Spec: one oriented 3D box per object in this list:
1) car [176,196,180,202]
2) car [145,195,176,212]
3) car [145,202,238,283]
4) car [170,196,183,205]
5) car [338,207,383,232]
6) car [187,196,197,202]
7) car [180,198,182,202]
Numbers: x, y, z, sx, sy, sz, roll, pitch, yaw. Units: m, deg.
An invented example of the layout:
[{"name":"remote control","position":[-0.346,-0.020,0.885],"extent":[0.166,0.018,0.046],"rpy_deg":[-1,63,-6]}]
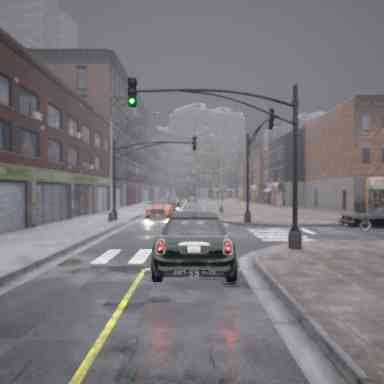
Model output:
[{"name":"car","position":[-2.838,1.507,39.018],"extent":[2.033,1.411,5.357],"rpy_deg":[0,0,0]},{"name":"car","position":[-2.841,1.318,29.548],"extent":[2.097,1.767,4.553],"rpy_deg":[0,0,0]},{"name":"car","position":[0.065,1.338,9.808],"extent":[2.097,1.767,4.553],"rpy_deg":[0,0,0]},{"name":"car","position":[-2.778,1.504,59.698],"extent":[2.033,1.411,5.357],"rpy_deg":[0,0,0]},{"name":"car","position":[10.932,1.505,18.903],"extent":[4.718,1.301,1.895],"rpy_deg":[0,0,0]},{"name":"car","position":[0.024,1.511,71.227],"extent":[1.994,1.385,4.181],"rpy_deg":[0,0,0]},{"name":"car","position":[-2.824,1.309,49.136],"extent":[2.097,1.767,4.553],"rpy_deg":[0,0,0]}]
